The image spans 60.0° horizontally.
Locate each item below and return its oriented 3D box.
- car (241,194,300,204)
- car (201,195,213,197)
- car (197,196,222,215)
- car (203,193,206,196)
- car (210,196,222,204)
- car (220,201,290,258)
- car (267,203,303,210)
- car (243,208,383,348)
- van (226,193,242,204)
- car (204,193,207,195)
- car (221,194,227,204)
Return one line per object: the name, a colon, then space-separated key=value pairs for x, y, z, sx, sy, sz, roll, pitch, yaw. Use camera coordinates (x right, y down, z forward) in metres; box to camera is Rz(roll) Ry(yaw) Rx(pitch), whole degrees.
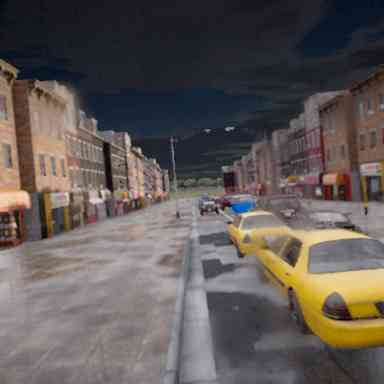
car: x=4.241 y=1.074 z=17.108 sx=2.192 sy=1.841 sz=5.009 roll=-6 pitch=0 yaw=0
car: x=1.755 y=1.607 z=46.965 sx=2.033 sy=1.411 sz=5.357 roll=-5 pitch=0 yaw=0
car: x=1.739 y=1.550 z=34.685 sx=1.812 sy=1.442 sz=4.674 roll=-5 pitch=0 yaw=1
car: x=4.506 y=1.517 z=89.029 sx=1.947 sy=1.339 sz=4.313 roll=-6 pitch=0 yaw=0
car: x=4.416 y=1.456 z=61.367 sx=1.802 sy=1.307 sz=4.206 roll=-6 pitch=0 yaw=0
car: x=2.341 y=1.365 z=12.474 sx=1.801 sy=1.575 sz=5.366 roll=-5 pitch=0 yaw=0
car: x=4.248 y=1.294 z=11.576 sx=2.008 sy=1.369 sz=4.403 roll=-6 pitch=0 yaw=0
car: x=2.433 y=1.339 z=6.476 sx=1.801 sy=1.575 sz=5.366 roll=-5 pitch=0 yaw=0
van: x=4.280 y=1.129 z=28.173 sx=1.690 sy=1.788 sz=3.998 roll=-6 pitch=0 yaw=0
car: x=4.468 y=1.470 z=77.964 sx=2.008 sy=1.369 sz=4.403 roll=-6 pitch=0 yaw=0
car: x=4.314 y=1.132 z=39.238 sx=2.192 sy=1.841 sz=5.009 roll=-6 pitch=0 yaw=0
